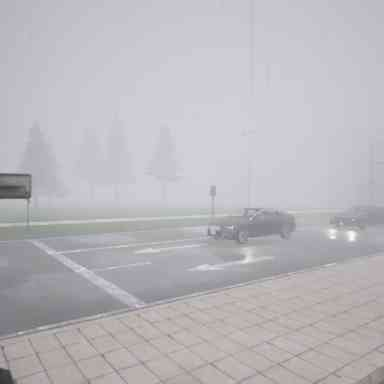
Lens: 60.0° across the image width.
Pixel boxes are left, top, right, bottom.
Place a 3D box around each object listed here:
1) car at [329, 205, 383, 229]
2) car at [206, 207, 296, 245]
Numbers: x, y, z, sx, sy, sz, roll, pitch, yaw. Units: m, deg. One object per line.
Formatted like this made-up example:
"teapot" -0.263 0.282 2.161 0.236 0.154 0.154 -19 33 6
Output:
"car" 11.312 1.572 21.836 5.357 1.411 2.033 0 0 -35
"car" 2.914 1.504 15.888 4.902 1.511 2.128 0 0 -35
